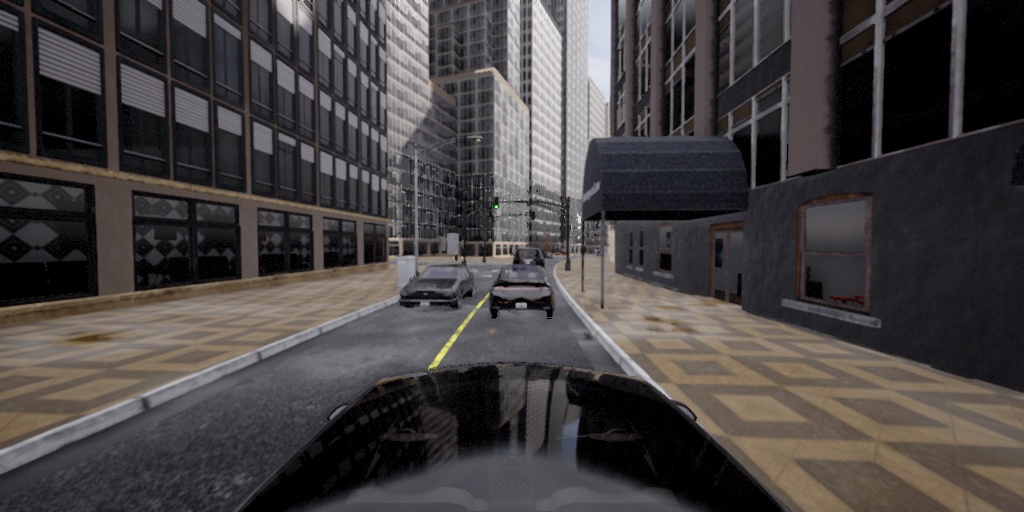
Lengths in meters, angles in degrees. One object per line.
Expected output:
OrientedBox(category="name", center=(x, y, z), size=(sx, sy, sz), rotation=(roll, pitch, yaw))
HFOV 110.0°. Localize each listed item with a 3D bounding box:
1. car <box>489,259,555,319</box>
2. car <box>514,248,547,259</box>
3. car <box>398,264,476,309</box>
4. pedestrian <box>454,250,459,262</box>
OrientedBox(category="car", center=(0.345, 1.018, 11.764), size=(2.128, 1.511, 4.902), rotation=(0, 1, 2))
OrientedBox(category="car", center=(1.255, 0.452, 25.439), size=(2.150, 2.045, 5.566), rotation=(0, 1, 5))
OrientedBox(category="car", center=(-2.543, 1.030, 13.622), size=(2.033, 1.411, 5.357), rotation=(0, 1, 3))
OrientedBox(category="pedestrian", center=(-6.808, -0.205, 43.717), size=(0.375, 1.860, 0.375), rotation=(1, 1, 21))
